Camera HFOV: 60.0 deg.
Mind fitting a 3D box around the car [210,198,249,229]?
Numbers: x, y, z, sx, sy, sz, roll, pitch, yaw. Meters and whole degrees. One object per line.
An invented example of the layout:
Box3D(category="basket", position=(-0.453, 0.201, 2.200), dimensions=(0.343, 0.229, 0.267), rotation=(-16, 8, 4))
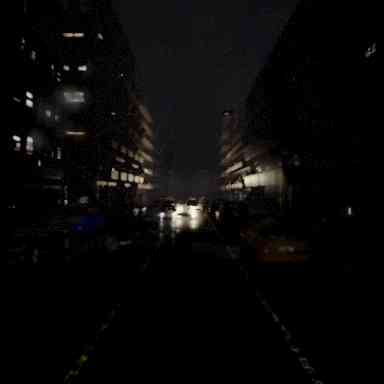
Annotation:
Box3D(category="car", position=(2.700, 1.483, 22.808), dimensions=(2.192, 1.841, 5.009), rotation=(-1, 0, 0))

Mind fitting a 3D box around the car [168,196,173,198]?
Box3D(category="car", position=(-5.631, 2.049, 67.659), dimensions=(2.008, 1.369, 4.403), rotation=(-1, 0, 0))

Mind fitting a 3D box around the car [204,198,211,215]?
Box3D(category="car", position=(2.712, 1.565, 34.012), dimensions=(2.192, 1.841, 5.009), rotation=(-1, 0, 0))

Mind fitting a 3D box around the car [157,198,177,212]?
Box3D(category="car", position=(-3.043, 1.824, 43.156), dimensions=(1.837, 1.490, 4.892), rotation=(0, -1, 0))

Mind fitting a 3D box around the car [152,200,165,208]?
Box3D(category="car", position=(-5.642, 1.997, 56.455), dimensions=(1.802, 1.307, 4.206), rotation=(-1, 0, 0))

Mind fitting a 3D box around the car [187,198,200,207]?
Box3D(category="car", position=(0.065, 2.020, 62.013), dimensions=(1.994, 1.385, 4.181), rotation=(0, 0, 0))

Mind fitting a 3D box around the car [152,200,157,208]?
Box3D(category="car", position=(-5.648, 1.956, 50.853), dimensions=(1.802, 1.307, 4.206), rotation=(-1, 0, 0))

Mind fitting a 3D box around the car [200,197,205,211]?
Box3D(category="car", position=(2.396, 1.788, 45.036), dimensions=(1.801, 1.575, 5.366), rotation=(0, 0, 0))

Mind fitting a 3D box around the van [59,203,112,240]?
Box3D(category="van", position=(-5.652, 1.468, 17.243), dimensions=(1.690, 1.788, 3.998), rotation=(-1, 0, 0))

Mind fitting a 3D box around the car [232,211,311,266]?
Box3D(category="car", position=(2.692, 1.612, 11.773), dimensions=(1.752, 1.417, 4.829), rotation=(-1, 0, 0))

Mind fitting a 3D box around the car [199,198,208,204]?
Box3D(category="car", position=(2.761, 2.147, 78.825), dimensions=(1.947, 1.339, 4.313), rotation=(-1, 0, 0))

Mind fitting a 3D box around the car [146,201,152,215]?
Box3D(category="car", position=(-5.672, 1.801, 34.048), dimensions=(2.008, 1.369, 4.403), rotation=(-1, 0, 0))

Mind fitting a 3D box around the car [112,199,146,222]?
Box3D(category="car", position=(-5.664, 1.524, 28.447), dimensions=(2.192, 1.841, 5.009), rotation=(-1, 0, 0))

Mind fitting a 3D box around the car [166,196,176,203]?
Box3D(category="car", position=(-5.611, 1.980, 90.068), dimensions=(2.192, 1.841, 5.009), rotation=(-1, 0, 0))

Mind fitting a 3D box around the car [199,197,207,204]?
Box3D(category="car", position=(2.765, 2.063, 84.428), dimensions=(1.967, 1.590, 4.097), rotation=(-1, 0, 0))

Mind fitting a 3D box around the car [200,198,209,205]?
Box3D(category="car", position=(2.755, 2.066, 73.394), dimensions=(1.752, 1.417, 4.829), rotation=(-1, 0, 0))

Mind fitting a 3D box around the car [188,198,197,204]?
Box3D(category="car", position=(0.079, 1.973, 76.473), dimensions=(1.895, 1.301, 4.718), rotation=(0, 0, 0))

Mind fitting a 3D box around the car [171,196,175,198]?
Box3D(category="car", position=(-5.619, 2.132, 78.863), dimensions=(2.008, 1.369, 4.403), rotation=(-1, 0, 0))

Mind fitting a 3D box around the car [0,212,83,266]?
Box3D(category="car", position=(-5.655, 1.637, 11.640), dimensions=(2.008, 1.369, 4.403), rotation=(-1, 0, 0))
